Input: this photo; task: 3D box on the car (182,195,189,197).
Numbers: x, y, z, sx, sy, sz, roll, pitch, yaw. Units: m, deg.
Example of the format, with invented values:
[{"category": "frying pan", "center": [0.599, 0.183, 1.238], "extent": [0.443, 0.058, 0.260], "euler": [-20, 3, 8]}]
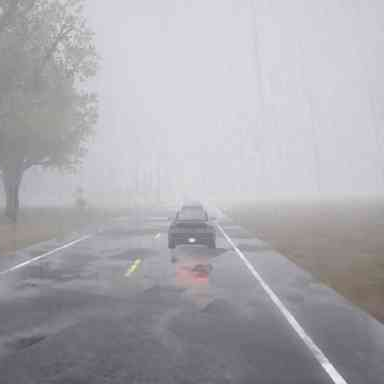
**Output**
[{"category": "car", "center": [-1.481, 1.481, 77.762], "extent": [1.837, 1.490, 4.892], "euler": [0, 0, 4]}]

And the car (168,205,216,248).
[{"category": "car", "center": [0.000, 1.522, 14.650], "extent": [1.837, 1.490, 4.892], "euler": [0, 0, 0]}]

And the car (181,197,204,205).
[{"category": "car", "center": [0.060, 1.499, 29.629], "extent": [1.882, 1.535, 5.008], "euler": [0, 0, 1]}]
